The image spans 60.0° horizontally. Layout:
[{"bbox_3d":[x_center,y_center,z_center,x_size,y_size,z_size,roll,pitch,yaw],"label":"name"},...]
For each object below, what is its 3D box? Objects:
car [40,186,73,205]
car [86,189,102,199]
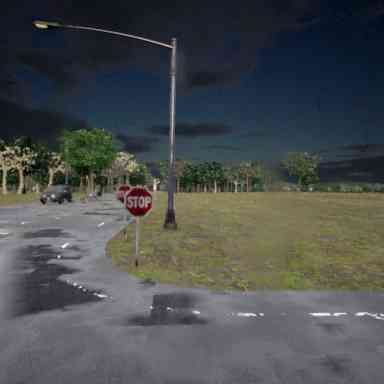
[{"bbox_3d":[-15.288,0.314,37.824,2.150,2.045,5.566,1,1,-4],"label":"car"},{"bbox_3d":[-16.292,0.327,55.464,2.128,1.511,4.902,1,1,-4],"label":"car"}]
